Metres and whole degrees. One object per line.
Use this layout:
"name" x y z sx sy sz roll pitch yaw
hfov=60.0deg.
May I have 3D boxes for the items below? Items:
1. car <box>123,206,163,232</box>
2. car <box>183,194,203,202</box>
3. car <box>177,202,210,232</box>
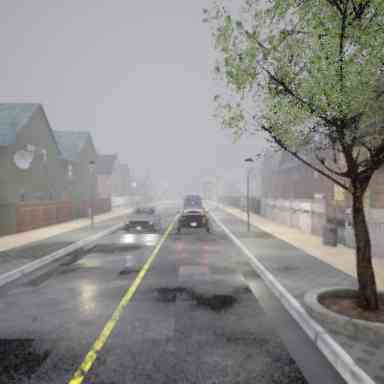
"car" -2.861 1.572 20.563 2.033 1.411 5.357 0 0 0
"car" 0.079 1.308 38.973 2.150 2.045 5.566 0 0 0
"car" 0.082 1.549 19.972 1.812 1.442 4.674 0 0 0
